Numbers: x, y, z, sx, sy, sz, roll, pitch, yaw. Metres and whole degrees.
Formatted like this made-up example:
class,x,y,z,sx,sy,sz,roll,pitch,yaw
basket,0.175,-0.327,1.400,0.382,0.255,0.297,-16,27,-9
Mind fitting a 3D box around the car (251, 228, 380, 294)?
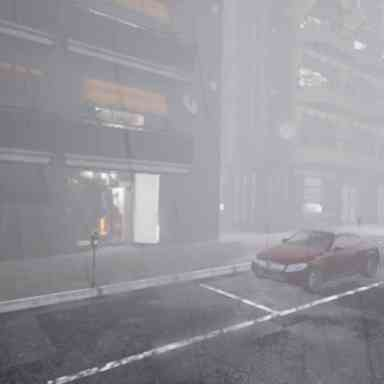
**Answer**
class,x,y,z,sx,sy,sz,roll,pitch,yaw
car,3.489,1.670,9.025,4.206,1.307,1.802,1,0,-35
